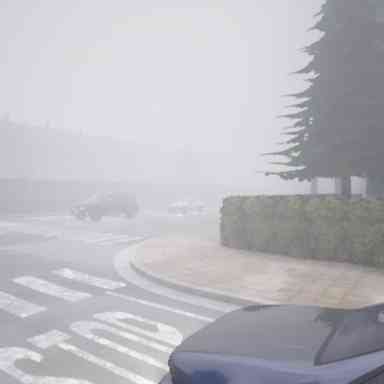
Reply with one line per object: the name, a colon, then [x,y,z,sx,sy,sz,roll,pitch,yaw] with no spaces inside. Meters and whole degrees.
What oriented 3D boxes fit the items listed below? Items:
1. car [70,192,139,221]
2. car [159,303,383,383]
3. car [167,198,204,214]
car: [-6.509,1.059,25.566,2.150,2.045,5.566,0,0,35]
car: [2.305,1.551,2.332,5.357,1.411,2.033,0,0,36]
car: [-0.550,1.363,33.933,1.812,1.442,4.674,0,0,35]
